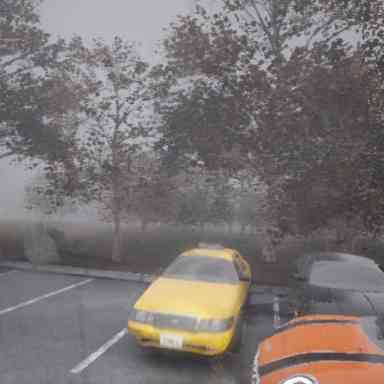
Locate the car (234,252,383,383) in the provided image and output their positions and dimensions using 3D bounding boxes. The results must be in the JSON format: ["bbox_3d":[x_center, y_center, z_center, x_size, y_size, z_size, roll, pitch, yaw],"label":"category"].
[{"bbox_3d":[2.756,1.667,2.874,4.553,1.767,2.097,2,-3,13],"label":"car"}]

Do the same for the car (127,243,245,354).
[{"bbox_3d":[0.315,1.947,7.325,1.946,1.575,5.366,2,-3,13],"label":"car"}]

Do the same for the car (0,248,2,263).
[{"bbox_3d":[-7.663,1.655,9.354,2.231,1.521,4.892,3,-3,13],"label":"car"}]
